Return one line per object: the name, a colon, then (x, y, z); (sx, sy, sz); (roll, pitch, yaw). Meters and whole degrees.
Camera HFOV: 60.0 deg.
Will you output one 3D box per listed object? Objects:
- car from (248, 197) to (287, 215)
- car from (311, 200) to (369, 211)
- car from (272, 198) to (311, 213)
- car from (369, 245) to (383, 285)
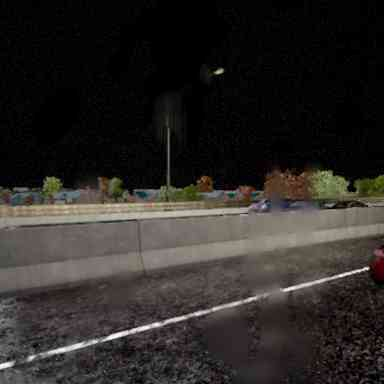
car: (7.319, 1.252, 30.476); (4.553, 1.767, 2.097); (0, 0, -35)
car: (11.376, 1.407, 24.773); (4.892, 1.490, 1.837); (0, 0, -35)
car: (9.466, 1.448, 27.714); (5.357, 1.411, 2.033); (0, 0, -35)
car: (6.183, 1.521, 8.104); (4.181, 1.385, 1.994); (0, 0, -35)
